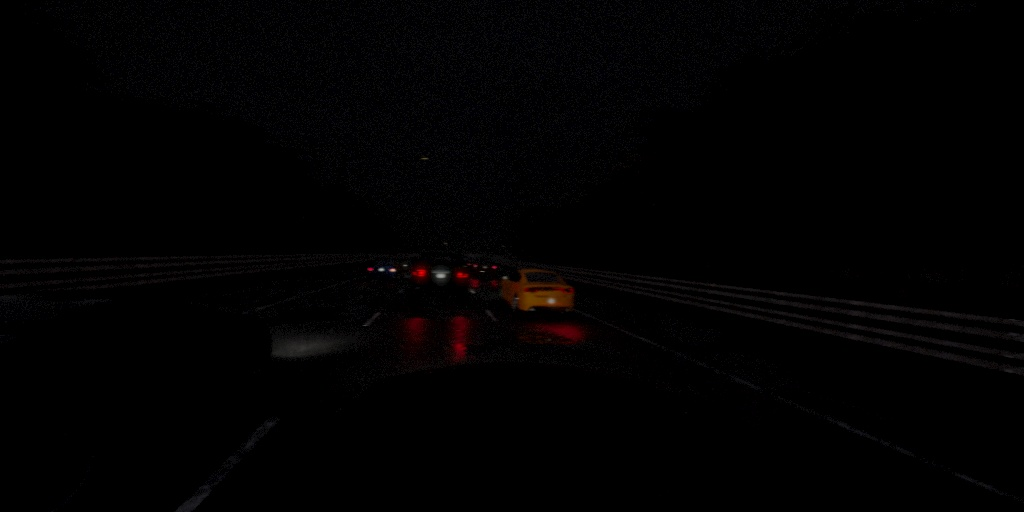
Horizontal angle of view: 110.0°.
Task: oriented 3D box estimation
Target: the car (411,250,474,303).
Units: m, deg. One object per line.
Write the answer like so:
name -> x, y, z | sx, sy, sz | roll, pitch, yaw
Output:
car -> -3.109, 0.780, 15.721 | 2.150, 2.045, 5.566 | 3, 0, -11

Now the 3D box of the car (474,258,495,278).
car -> -2.549, 0.928, 31.241 | 2.097, 1.767, 4.553 | 3, 0, -10

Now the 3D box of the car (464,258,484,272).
car -> -4.607, 1.020, 43.082 | 2.033, 1.411, 5.357 | 3, 0, -9

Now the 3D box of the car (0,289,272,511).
car -> -4.237, 1.058, 3.552 | 1.812, 1.442, 4.674 | 3, 0, -12

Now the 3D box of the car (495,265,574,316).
car -> 0.761, 1.232, 13.624 | 1.882, 1.535, 5.008 | 3, 0, -11

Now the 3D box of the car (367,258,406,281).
car -> -8.224, 0.845, 23.806 | 2.033, 1.411, 5.357 | 3, 0, -10
